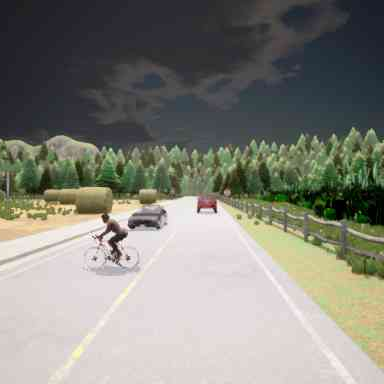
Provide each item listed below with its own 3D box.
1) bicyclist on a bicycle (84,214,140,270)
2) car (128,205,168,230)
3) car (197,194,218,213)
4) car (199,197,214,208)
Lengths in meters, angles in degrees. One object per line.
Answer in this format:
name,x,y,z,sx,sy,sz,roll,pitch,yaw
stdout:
bicyclist on a bicycle,-2.331,1.453,9.600,1.656,1.620,0.582,-1,0,3
car,-2.651,1.547,21.400,2.033,1.411,5.357,0,0,3
car,1.713,1.219,37.611,2.150,2.045,5.566,0,0,3
car,2.215,1.491,49.117,2.128,1.511,4.902,0,0,3
